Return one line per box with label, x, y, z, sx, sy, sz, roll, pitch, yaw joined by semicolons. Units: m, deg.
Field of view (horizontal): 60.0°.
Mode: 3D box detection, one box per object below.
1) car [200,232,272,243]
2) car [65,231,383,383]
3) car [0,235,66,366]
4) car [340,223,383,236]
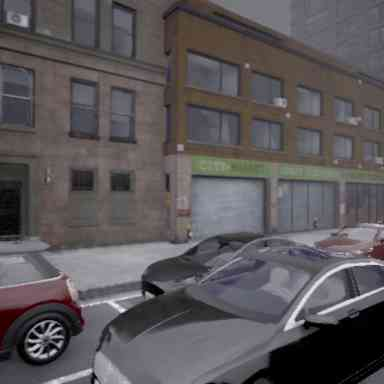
car;0.996;1.620;7.479;4.313;1.339;1.947;1;-1;-36
car;1.237;1.529;4.259;4.902;1.511;2.128;1;-1;-36
car;-3.616;1.434;4.186;4.097;1.590;1.967;1;-1;-36
car;5.609;1.697;10.773;4.206;1.307;1.802;1;-1;-36
